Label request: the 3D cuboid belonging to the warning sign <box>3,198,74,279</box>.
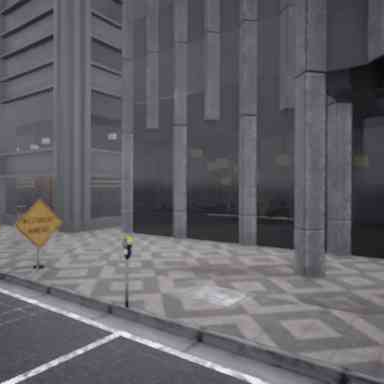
[{"bbox_3d":[-3.963,1.107,8.626,1.060,1.860,1.300,0,0,35],"label":"warning sign"}]
